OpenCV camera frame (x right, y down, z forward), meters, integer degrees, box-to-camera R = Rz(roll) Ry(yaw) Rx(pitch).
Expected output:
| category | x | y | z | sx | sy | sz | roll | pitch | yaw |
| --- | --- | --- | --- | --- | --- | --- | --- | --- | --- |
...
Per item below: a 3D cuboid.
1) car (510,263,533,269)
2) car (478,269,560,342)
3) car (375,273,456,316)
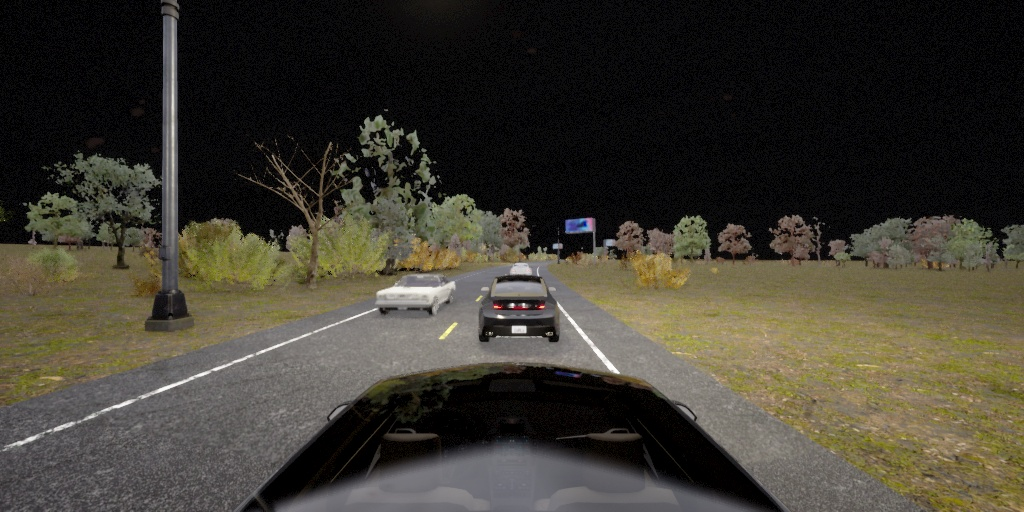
| category | x | y | z | sx | sy | sz | roll | pitch | yaw |
| --- | --- | --- | --- | --- | --- | --- | --- | --- | --- |
| car | 0.776 | 1.295 | 30.293 | 1.812 | 1.442 | 4.674 | 0 | 0 | 3 |
| car | 0.182 | 1.258 | 9.749 | 1.837 | 1.490 | 4.892 | 0 | 0 | 1 |
| car | -3.453 | 1.356 | 13.626 | 1.895 | 1.301 | 4.718 | 0 | 0 | 1 |
